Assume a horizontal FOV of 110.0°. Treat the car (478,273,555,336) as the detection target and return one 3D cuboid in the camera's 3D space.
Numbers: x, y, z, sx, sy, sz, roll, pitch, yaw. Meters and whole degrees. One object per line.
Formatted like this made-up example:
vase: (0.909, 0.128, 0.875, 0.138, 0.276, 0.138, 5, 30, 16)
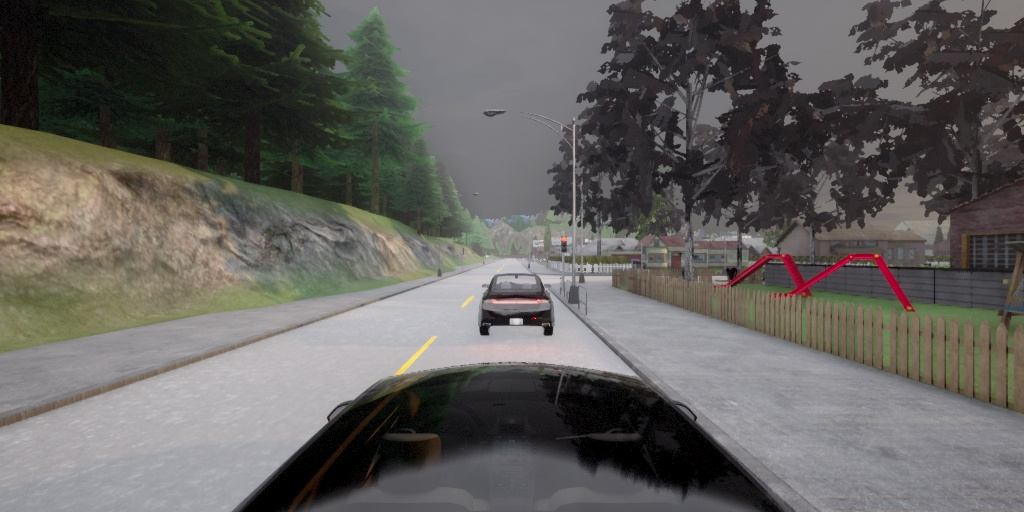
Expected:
car: (0.128, 1.242, 10.383, 2.128, 1.511, 4.902, 0, 0, 1)
